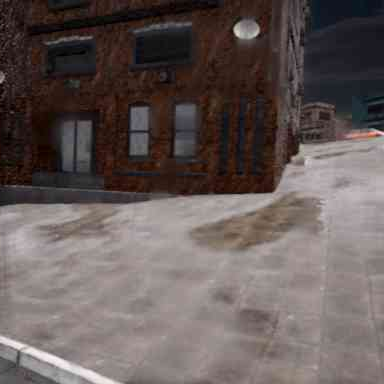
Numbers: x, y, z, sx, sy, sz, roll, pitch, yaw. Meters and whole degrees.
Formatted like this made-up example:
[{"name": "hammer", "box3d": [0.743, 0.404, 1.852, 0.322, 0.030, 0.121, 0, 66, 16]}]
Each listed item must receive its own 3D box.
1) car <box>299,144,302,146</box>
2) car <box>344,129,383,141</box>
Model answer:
[{"name": "car", "box3d": [12.201, -5.625, 41.927, 2.231, 1.521, 4.892, 1, 2, -27]}, {"name": "car", "box3d": [17.134, -5.310, 32.081, 2.185, 1.767, 4.553, 1, 2, -27]}]
